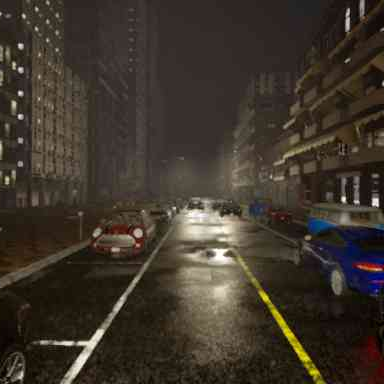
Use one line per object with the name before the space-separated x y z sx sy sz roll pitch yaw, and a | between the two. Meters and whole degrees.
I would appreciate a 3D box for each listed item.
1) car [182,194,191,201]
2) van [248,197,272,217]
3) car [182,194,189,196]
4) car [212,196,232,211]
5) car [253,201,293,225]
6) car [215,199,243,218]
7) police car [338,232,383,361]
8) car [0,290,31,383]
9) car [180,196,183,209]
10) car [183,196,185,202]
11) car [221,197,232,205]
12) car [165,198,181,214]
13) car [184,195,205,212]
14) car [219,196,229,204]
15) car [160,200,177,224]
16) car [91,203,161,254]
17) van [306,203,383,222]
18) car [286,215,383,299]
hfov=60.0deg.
car | -1.545 1.356 90.471 2.192 1.841 5.009 0 0 1
van | 6.050 1.389 29.615 1.690 1.788 3.998 0 0 1
car | -1.688 1.590 79.427 1.947 1.339 4.313 0 0 1
car | 3.540 1.596 41.863 1.994 1.385 4.181 0 0 1
car | 5.978 1.590 24.093 1.887 1.381 4.507 0 0 1
car | 3.423 1.628 30.448 1.895 1.301 4.718 0 0 1
police car | 3.473 1.452 2.371 1.930 1.638 5.238 0 0 -8
car | -2.688 1.544 2.112 1.947 1.339 4.313 0 0 1
car | -2.259 1.423 35.247 1.967 1.590 4.097 0 0 1
car | -2.116 1.554 46.292 1.947 1.339 4.313 0 0 1
car | 6.480 1.595 62.919 1.752 1.417 4.829 0 0 1
car | -2.331 1.532 29.724 2.008 1.369 4.403 0 0 1
car | 0.480 1.497 38.743 2.128 1.511 4.902 0 0 1
car | 6.550 1.602 68.443 1.752 1.417 4.829 0 0 1
car | -2.402 1.530 24.201 2.008 1.369 4.403 0 0 1
car | -2.544 1.417 13.158 1.967 1.590 4.097 0 0 1
van | 5.836 1.384 13.049 1.690 1.788 3.998 0 0 1
car | 3.987 1.555 8.357 1.812 1.442 4.674 0 0 1
